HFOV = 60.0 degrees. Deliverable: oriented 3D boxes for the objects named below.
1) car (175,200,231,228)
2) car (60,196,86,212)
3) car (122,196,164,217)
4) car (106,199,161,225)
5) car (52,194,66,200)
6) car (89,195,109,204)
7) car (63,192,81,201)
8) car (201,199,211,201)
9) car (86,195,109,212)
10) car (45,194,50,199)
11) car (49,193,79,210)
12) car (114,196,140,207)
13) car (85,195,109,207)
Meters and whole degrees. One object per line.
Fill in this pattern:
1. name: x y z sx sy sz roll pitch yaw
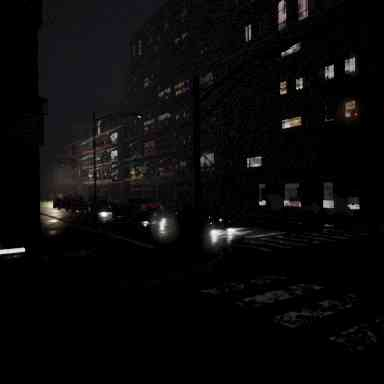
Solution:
1. car: 0.618 1.507 21.743 1.994 1.385 4.181 -1 1 -34
2. car: -12.607 1.448 36.392 2.008 1.369 4.403 -1 1 -35
3. car: -4.277 1.257 28.848 2.097 1.767 4.553 -1 1 -35
4. car: -4.373 1.509 24.201 1.887 1.381 4.507 -1 1 -35
5. car: -31.479 1.124 78.592 2.008 1.369 4.403 -1 1 -35
6. car: -15.468 1.216 55.326 1.752 1.417 4.829 -1 1 -35
7. car: -25.038 0.935 69.227 2.192 1.841 5.009 -1 1 -35
8. car: 0.820 1.359 31.844 1.887 1.381 4.507 -1 1 -35
9. car: -9.873 1.425 36.994 1.994 1.385 4.181 -1 1 -35
10. car: -34.797 1.075 83.413 1.752 1.417 4.829 -1 1 -35
11. car: -15.829 1.312 41.072 1.967 1.590 4.097 -1 1 -35
12. car: -9.025 1.266 45.964 1.752 1.417 4.829 -1 1 -35
13. car: -13.821 1.266 48.271 1.837 1.490 4.892 -1 1 -34
